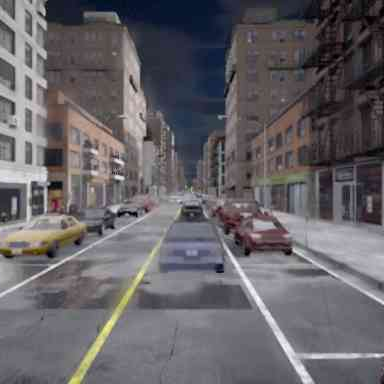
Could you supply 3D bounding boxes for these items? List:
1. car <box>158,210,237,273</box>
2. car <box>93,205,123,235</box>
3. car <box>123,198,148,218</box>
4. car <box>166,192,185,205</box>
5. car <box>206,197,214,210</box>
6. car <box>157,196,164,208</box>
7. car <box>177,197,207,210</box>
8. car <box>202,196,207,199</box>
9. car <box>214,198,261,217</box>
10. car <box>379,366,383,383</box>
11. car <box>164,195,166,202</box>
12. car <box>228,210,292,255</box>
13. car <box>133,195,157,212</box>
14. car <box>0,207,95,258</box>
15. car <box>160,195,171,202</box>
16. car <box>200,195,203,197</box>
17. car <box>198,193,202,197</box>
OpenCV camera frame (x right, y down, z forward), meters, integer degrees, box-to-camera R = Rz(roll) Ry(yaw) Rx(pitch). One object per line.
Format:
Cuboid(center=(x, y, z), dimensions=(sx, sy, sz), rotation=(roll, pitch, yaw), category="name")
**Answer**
Cuboid(center=(0.015, 1.532, 10.634), dimensions=(2.033, 1.411, 5.357), rotation=(0, 0, 1), category="car")
Cuboid(center=(-5.407, 1.535, 18.501), dimensions=(1.947, 1.339, 4.313), rotation=(0, 0, 0), category="car")
Cuboid(center=(-5.419, 1.513, 29.864), dimensions=(1.947, 1.339, 4.313), rotation=(0, 0, 0), category="car")
Cuboid(center=(-2.866, 1.114, 57.933), dimensions=(2.150, 2.045, 5.566), rotation=(0, 0, 0), category="car")
Cuboid(center=(2.606, 1.388, 29.877), dimensions=(1.967, 1.590, 4.097), rotation=(0, 0, 0), category="car")
Cuboid(center=(-5.437, 1.355, 46.909), dimensions=(1.967, 1.590, 4.097), rotation=(0, 0, 0), category="car")
Cuboid(center=(0.016, 1.458, 27.859), dimensions=(1.837, 1.490, 4.892), rotation=(0, 0, 0), category="car")
Cuboid(center=(2.594, 1.477, 41.240), dimensions=(2.008, 1.369, 4.403), rotation=(0, 0, 0), category="car")
Cuboid(center=(2.618, 1.285, 18.515), dimensions=(2.192, 1.841, 5.009), rotation=(0, 0, 0), category="car")
Cuboid(center=(2.636, 1.580, 1.470), dimensions=(1.802, 1.307, 4.206), rotation=(0, 0, 0), category="car")
Cuboid(center=(-5.455, 1.462, 63.955), dimensions=(1.802, 1.307, 4.206), rotation=(0, 0, 0), category="car")
Cuboid(center=(2.624, 1.563, 12.833), dimensions=(1.802, 1.307, 4.206), rotation=(0, 0, 0), category="car")
Cuboid(center=(-5.425, 1.251, 35.545), dimensions=(2.192, 1.841, 5.009), rotation=(0, 0, 0), category="car")
Cuboid(center=(-5.401, 1.506, 12.649), dimensions=(1.752, 1.417, 4.829), rotation=(0, 0, 0), category="car")
Cuboid(center=(-5.461, 1.419, 69.636), dimensions=(2.008, 1.369, 4.403), rotation=(0, 0, 0), category="car")
Cuboid(center=(2.582, 1.470, 52.602), dimensions=(1.947, 1.339, 4.313), rotation=(0, 0, 0), category="car")
Cuboid(center=(2.570, 1.406, 64.135), dimensions=(1.752, 1.417, 4.829), rotation=(0, 0, 0), category="car")
